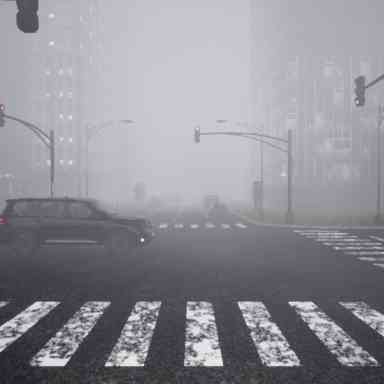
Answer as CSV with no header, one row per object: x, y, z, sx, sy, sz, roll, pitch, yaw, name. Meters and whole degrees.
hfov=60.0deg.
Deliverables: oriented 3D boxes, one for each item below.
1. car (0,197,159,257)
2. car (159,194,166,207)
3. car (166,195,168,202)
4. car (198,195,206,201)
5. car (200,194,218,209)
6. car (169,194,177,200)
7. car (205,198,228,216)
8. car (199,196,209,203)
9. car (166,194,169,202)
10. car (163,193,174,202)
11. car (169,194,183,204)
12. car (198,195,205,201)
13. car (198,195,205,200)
-4.247,1.229,12.485,5.566,2.045,2.150,0,0,0,car
-5.336,1.419,48.658,1.967,1.590,4.097,-1,0,0,car
-5.335,1.558,54.183,1.802,1.307,4.206,-1,0,0,car
2.541,1.536,81.832,1.802,1.307,4.206,-1,0,0,car
2.532,1.297,43.160,2.192,1.841,5.009,-1,0,0,car
-5.343,1.385,92.854,1.967,1.590,4.097,-1,0,0,car
2.517,1.570,32.111,1.802,1.307,4.206,-1,0,0,car
2.542,1.508,70.782,1.887,1.381,4.507,-1,0,0,car
-5.339,1.404,70.756,1.967,1.590,4.097,-1,0,0,car
-5.342,1.274,76.281,2.192,1.841,5.009,-1,0,0,car
-2.761,1.320,64.375,2.097,1.767,4.553,0,0,0,car
2.539,1.474,87.526,1.752,1.417,4.829,-1,0,0,car
2.538,1.489,92.881,1.887,1.381,4.507,-1,0,0,car
